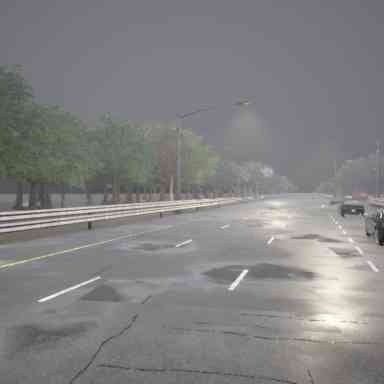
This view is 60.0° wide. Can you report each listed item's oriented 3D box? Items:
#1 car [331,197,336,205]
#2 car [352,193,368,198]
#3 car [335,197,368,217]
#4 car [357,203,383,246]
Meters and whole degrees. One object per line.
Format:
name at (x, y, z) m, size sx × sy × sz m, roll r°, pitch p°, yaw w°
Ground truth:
car at (26.009, 1.562, 59.314) m, size 1.994 × 1.385 × 4.181 m, roll 0°, pitch 0°, yaw 28°
car at (39.647, 1.214, 78.327) m, size 2.150 × 2.045 × 5.566 m, roll 0°, pitch 0°, yaw 44°
car at (14.950, 1.493, 31.387) m, size 1.882 × 1.535 × 5.008 m, roll 0°, pitch 0°, yaw 20°
car at (9.111, 1.491, 15.056) m, size 2.128 × 1.511 × 4.902 m, roll 0°, pitch 0°, yaw 20°
